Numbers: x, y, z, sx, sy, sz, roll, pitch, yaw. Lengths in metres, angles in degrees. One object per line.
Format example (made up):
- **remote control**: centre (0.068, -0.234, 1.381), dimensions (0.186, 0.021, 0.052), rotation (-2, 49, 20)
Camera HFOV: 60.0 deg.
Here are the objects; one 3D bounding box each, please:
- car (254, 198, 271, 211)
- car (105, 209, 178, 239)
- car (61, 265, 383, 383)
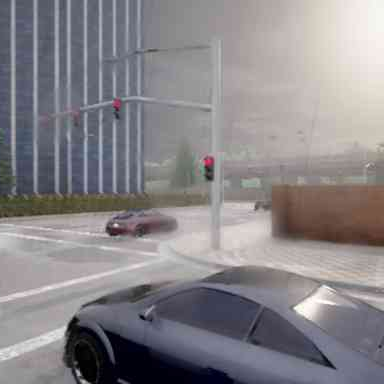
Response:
- **car**: centre (9.296, 1.524, 40.773), dimensions (1.837, 1.490, 4.892), rotation (0, 0, 35)
- **car**: centre (-2.570, 1.583, 17.757), dimensions (1.994, 1.385, 4.181), rotation (0, 0, 33)
- **car**: centre (0.411, 1.565, 3.725), dimensions (4.181, 1.385, 1.994), rotation (0, 0, 37)
